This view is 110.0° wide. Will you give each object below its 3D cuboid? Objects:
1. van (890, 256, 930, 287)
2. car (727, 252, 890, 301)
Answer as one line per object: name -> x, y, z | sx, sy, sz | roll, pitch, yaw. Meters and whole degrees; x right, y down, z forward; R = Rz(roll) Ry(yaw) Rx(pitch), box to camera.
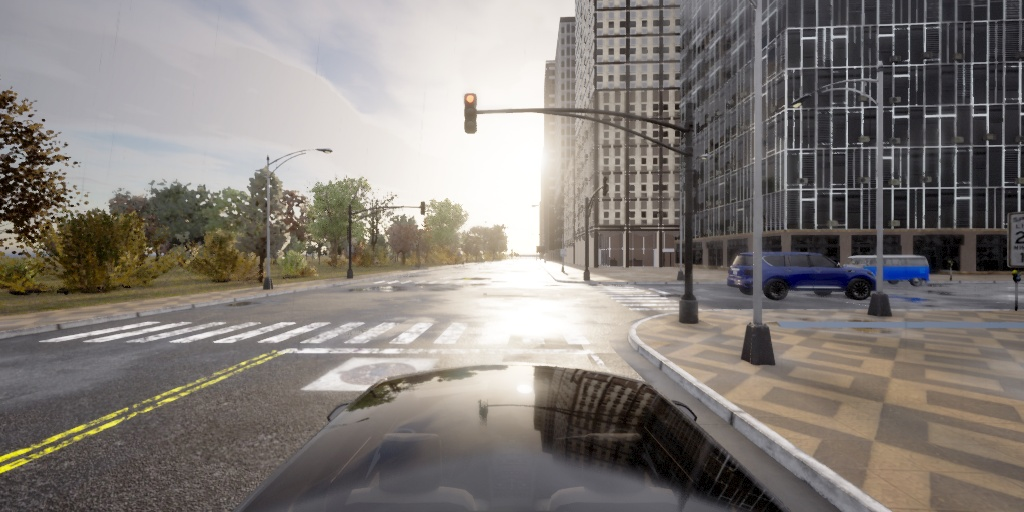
van -> 21.988, 0.856, 21.226 | 3.998, 1.789, 1.690 | 0, 0, 4
car -> 12.731, 0.833, 15.983 | 5.566, 2.045, 2.150 | 0, 0, 4
